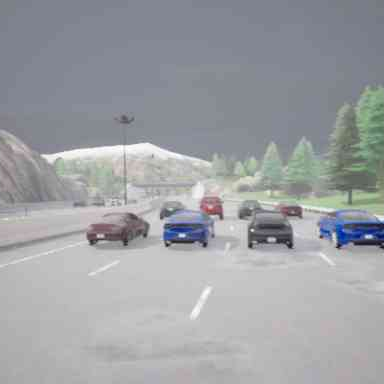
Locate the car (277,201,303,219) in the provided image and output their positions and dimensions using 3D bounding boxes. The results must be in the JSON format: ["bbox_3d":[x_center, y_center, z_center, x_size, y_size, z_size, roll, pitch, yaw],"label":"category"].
[{"bbox_3d":[8.795,1.593,30.779,1.882,1.535,5.008,-1,0,4],"label":"car"}]

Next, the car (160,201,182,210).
[{"bbox_3d":[-1.698,1.605,31.262,2.097,1.767,4.553,-1,-1,5],"label":"car"}]

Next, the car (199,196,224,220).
[{"bbox_3d":[1.785,1.424,30.919,2.150,2.045,5.566,-1,0,5],"label":"car"}]

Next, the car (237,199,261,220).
[{"bbox_3d":[5.277,1.510,30.680,2.097,1.767,4.553,-1,-1,5],"label":"car"}]

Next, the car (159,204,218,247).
[{"bbox_3d":[-0.020,1.596,15.819,1.882,1.535,5.008,-1,0,9],"label":"car"}]

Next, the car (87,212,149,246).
[{"bbox_3d":[-3.488,1.692,16.279,1.812,1.442,4.674,-1,0,9],"label":"car"}]

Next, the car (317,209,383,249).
[{"bbox_3d":[6.890,1.498,14.707,1.882,1.535,5.008,-1,0,9],"label":"car"}]

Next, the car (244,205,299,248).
[{"bbox_3d":[3.409,1.576,15.080,1.837,1.490,4.892,-1,0,9],"label":"car"}]
